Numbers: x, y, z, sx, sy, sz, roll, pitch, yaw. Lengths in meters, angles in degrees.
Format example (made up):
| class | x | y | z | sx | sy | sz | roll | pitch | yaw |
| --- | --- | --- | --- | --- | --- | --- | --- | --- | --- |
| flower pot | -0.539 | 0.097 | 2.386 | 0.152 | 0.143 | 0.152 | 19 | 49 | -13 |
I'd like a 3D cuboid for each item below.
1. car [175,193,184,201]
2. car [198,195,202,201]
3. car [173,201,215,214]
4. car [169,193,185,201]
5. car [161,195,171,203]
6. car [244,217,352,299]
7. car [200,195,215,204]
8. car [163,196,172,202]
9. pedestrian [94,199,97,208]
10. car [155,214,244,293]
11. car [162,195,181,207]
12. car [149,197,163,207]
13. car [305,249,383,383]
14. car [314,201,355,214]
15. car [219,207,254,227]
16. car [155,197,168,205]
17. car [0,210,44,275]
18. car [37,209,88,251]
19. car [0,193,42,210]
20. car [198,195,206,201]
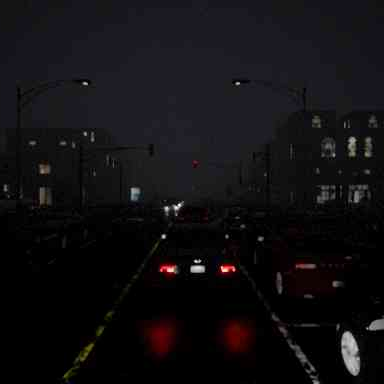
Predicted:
| class | x | y | z | sx | sy | sz | roll | pitch | yaw |
| --- | --- | --- | --- | --- | --- | --- | --- | --- | --- |
| car | -3.059 | 1.265 | 83.845 | 2.150 | 2.045 | 5.566 | 0 | 0 | 0 |
| car | 2.649 | 1.640 | 63.135 | 1.802 | 1.307 | 4.206 | 0 | 0 | 0 |
| car | 0.086 | 1.495 | 19.466 | 1.882 | 1.535 | 5.008 | 0 | 0 | 0 |
| car | -3.062 | 1.560 | 68.063 | 2.128 | 1.511 | 4.902 | 0 | 0 | 0 |
| car | -5.739 | 1.510 | 74.188 | 1.967 | 1.590 | 4.097 | 0 | 0 | 0 |
| car | 2.688 | 1.552 | 8.318 | 1.887 | 1.381 | 4.507 | 0 | 0 | 0 |
| car | 2.657 | 1.614 | 52.093 | 1.947 | 1.339 | 4.313 | 0 | 0 | 0 |
| car | -5.743 | 1.602 | 79.540 | 1.752 | 1.417 | 4.829 | 0 | 0 | 0 |
| pedestrian | -12.583 | 1.449 | 43.227 | 0.375 | 1.300 | 0.375 | 0 | -1 | 1 |
| car | 0.098 | 1.556 | 9.002 | 2.033 | 1.411 | 5.357 | 0 | 0 | 0 |
| car | -3.134 | 1.574 | 52.104 | 1.812 | 1.442 | 4.674 | 0 | 0 | 0 |
| car | -5.724 | 1.630 | 52.100 | 1.802 | 1.307 | 4.206 | 0 | 0 | 0 |
| car | 2.692 | 1.553 | 2.627 | 2.008 | 1.369 | 4.403 | 0 | 0 | 0 |
| car | 15.902 | 1.688 | 37.272 | 4.181 | 1.385 | 1.994 | 0 | 0 | 1 |
| car | 2.680 | 1.569 | 19.703 | 2.008 | 1.369 | 4.403 | 0 | 0 | 0 |
| car | -5.732 | 1.609 | 63.143 | 2.008 | 1.369 | 4.403 | 0 | 0 | 0 |
| car | -5.692 | 1.448 | 8.330 | 1.967 | 1.590 | 4.097 | 0 | 0 | 0 |
| car | -5.697 | 1.563 | 14.022 | 2.008 | 1.369 | 4.403 | 0 | 0 | 0 |
| car | -18.681 | 1.162 | 34.559 | 5.566 | 2.045 | 2.150 | 1 | 0 | -1 |
| car | 2.630 | 1.530 | 90.746 | 1.967 | 1.590 | 4.097 | 0 | 0 | 0 |
